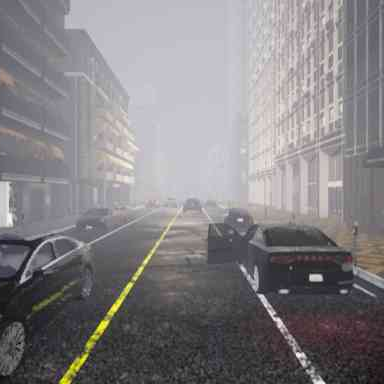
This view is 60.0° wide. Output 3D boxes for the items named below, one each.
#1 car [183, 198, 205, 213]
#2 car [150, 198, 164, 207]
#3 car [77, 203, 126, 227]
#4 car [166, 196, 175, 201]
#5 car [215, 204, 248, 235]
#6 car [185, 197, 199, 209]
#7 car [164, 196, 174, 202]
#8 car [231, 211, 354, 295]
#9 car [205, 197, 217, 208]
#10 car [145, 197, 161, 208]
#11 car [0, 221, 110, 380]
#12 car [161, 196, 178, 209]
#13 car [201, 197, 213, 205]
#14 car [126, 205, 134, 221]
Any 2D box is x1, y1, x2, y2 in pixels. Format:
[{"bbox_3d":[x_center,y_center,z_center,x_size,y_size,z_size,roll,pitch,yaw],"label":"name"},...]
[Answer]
[{"bbox_3d":[0.078,1.419,37.493,2.097,1.767,4.553,0,0,0],"label":"car"},{"bbox_3d":[-5.692,1.685,54.485,1.802,1.307,4.206,0,0,0],"label":"car"},{"bbox_3d":[-5.692,1.599,20.594,1.947,1.339,4.313,0,0,0],"label":"car"},{"bbox_3d":[-5.692,1.738,88.376,2.008,1.369,4.403,0,0,0],"label":"car"},{"bbox_3d":[2.689,1.599,20.594,1.947,1.339,4.313,0,0,0],"label":"car"},{"bbox_3d":[0.016,1.565,47.208,1.882,1.535,5.008,0,0,0],"label":"car"},{"bbox_3d":[-5.693,1.723,82.728,2.008,1.369,4.403,0,0,0],"label":"car"},{"bbox_3d":[2.361,1.491,8.807,1.882,1.535,5.008,0,0,0],"label":"car"},{"bbox_3d":[2.689,1.636,48.836,1.887,1.381,4.507,0,0,0],"label":"car"},{"bbox_3d":[-5.692,1.531,48.836,1.967,1.590,4.097,0,0,0],"label":"car"},{"bbox_3d":[-3.101,1.500,5.540,2.128,1.511,4.902,0,0,0],"label":"car"},{"bbox_3d":[-3.000,1.531,47.715,1.812,1.442,4.674,0,0,0],"label":"car"},{"bbox_3d":[2.688,1.667,60.134,2.008,1.369,4.403,0,0,0],"label":"car"},{"bbox_3d":[-5.692,1.569,26.073,1.752,1.417,4.829,0,0,0],"label":"car"}]
